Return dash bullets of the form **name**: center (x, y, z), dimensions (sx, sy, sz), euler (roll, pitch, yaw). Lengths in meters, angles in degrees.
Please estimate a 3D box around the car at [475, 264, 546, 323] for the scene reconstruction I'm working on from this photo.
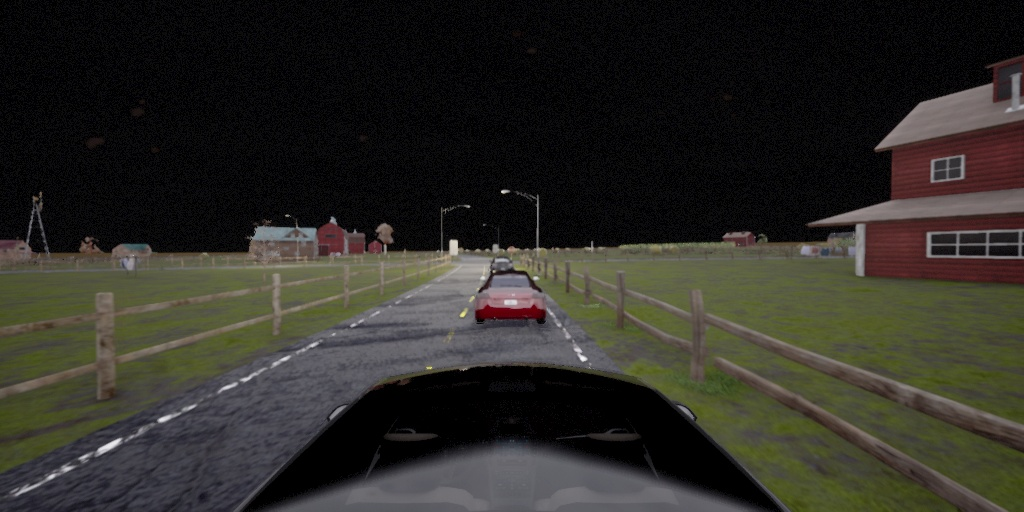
- **car**: center (-0.079, 1.123, 11.230), dimensions (1.994, 1.385, 4.181), euler (0, 1, -1)

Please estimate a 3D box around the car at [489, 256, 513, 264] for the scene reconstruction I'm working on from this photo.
- **car**: center (-0.834, 0.749, 28.592), dimensions (1.812, 1.442, 4.674), euler (0, 1, -4)
